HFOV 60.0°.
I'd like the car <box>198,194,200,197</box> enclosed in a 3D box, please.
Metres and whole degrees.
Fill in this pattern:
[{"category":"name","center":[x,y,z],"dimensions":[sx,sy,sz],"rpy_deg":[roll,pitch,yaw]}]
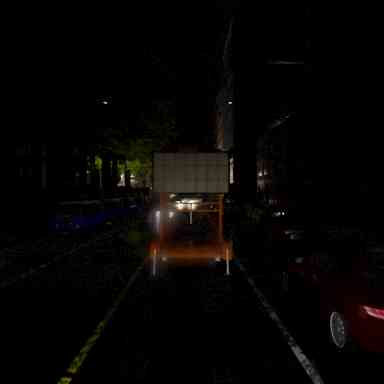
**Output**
[{"category":"car","center":[2.672,1.491,62.432],"dimensions":[1.947,1.339,4.313],"rpy_deg":[0,0,0]}]

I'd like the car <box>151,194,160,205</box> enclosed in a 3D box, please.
[{"category":"car","center":[-5.836,1.252,56.705],"dimensions":[2.192,1.841,5.009],"rpy_deg":[0,0,0]}]

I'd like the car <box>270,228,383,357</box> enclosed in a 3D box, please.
[{"category":"car","center":[2.840,1.581,5.827],"dimensions":[1.802,1.307,4.206],"rpy_deg":[0,0,0]}]

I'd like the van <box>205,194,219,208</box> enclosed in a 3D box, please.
[{"category":"van","center":[2.738,1.308,39.790],"dimensions":[1.690,1.788,3.998],"rpy_deg":[0,0,0]}]

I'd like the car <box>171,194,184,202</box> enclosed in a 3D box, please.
[{"category":"car","center":[-3.208,1.454,70.411],"dimensions":[2.033,1.411,5.357],"rpy_deg":[0,0,0]}]

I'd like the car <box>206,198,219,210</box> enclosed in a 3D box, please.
[{"category":"car","center":[2.756,1.556,34.130],"dimensions":[1.802,1.307,4.206],"rpy_deg":[0,0,0]}]

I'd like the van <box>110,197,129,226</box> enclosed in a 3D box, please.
[{"category":"van","center":[-5.736,1.329,22.758],"dimensions":[1.690,1.788,3.998],"rpy_deg":[0,0,0]}]

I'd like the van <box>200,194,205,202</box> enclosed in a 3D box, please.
[{"category":"van","center":[2.688,1.278,56.771],"dimensions":[1.690,1.788,3.998],"rpy_deg":[0,0,0]}]

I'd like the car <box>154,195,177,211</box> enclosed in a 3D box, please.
[{"category":"car","center":[-3.219,1.491,40.638],"dimensions":[1.812,1.442,4.674],"rpy_deg":[0,0,0]}]

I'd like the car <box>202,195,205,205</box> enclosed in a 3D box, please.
[{"category":"car","center":[2.722,1.502,45.451],"dimensions":[1.887,1.381,4.507],"rpy_deg":[0,0,0]}]

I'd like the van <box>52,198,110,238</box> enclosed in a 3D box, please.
[{"category":"van","center":[-5.719,1.334,17.100],"dimensions":[1.690,1.788,3.998],"rpy_deg":[0,0,0]}]

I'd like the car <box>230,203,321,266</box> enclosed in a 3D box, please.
[{"category":"car","center":[2.822,1.311,11.488],"dimensions":[2.192,1.841,5.009],"rpy_deg":[0,0,0]}]

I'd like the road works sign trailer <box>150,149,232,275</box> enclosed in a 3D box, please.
[{"category":"road works sign trailer","center":[-0.029,0.461,10.433],"dimensions":[2.380,3.560,2.880],"rpy_deg":[0,0,0]}]

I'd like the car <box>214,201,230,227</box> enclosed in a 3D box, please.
[{"category":"car","center":[2.790,1.532,22.809],"dimensions":[1.887,1.381,4.507],"rpy_deg":[0,0,0]}]

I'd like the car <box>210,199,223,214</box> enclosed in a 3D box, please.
[{"category":"car","center":[2.773,1.564,28.469],"dimensions":[1.802,1.307,4.206],"rpy_deg":[0,0,0]}]

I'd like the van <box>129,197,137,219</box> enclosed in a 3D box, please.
[{"category":"van","center":[-5.753,1.323,28.416],"dimensions":[1.690,1.788,3.998],"rpy_deg":[0,0,0]}]
